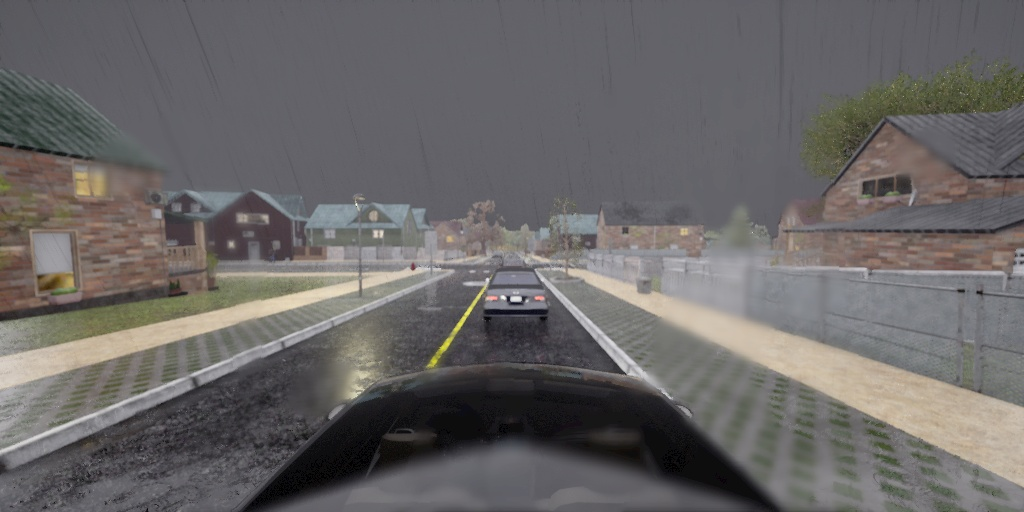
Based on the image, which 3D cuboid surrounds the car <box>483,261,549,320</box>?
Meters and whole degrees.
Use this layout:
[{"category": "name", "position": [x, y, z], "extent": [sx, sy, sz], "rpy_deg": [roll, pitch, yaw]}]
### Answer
[{"category": "car", "position": [0.100, 1.055, 11.442], "extent": [2.033, 1.411, 5.357], "rpy_deg": [0, 1, 0]}]

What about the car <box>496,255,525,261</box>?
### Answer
[{"category": "car", "position": [0.095, 0.833, 22.841], "extent": [1.895, 1.301, 4.718], "rpy_deg": [0, 1, 0]}]

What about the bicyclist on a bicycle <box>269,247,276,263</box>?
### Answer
[{"category": "bicyclist on a bicycle", "position": [-24.877, -0.089, 37.308], "extent": [0.582, 1.620, 1.656], "rpy_deg": [0, 4, -16]}]
